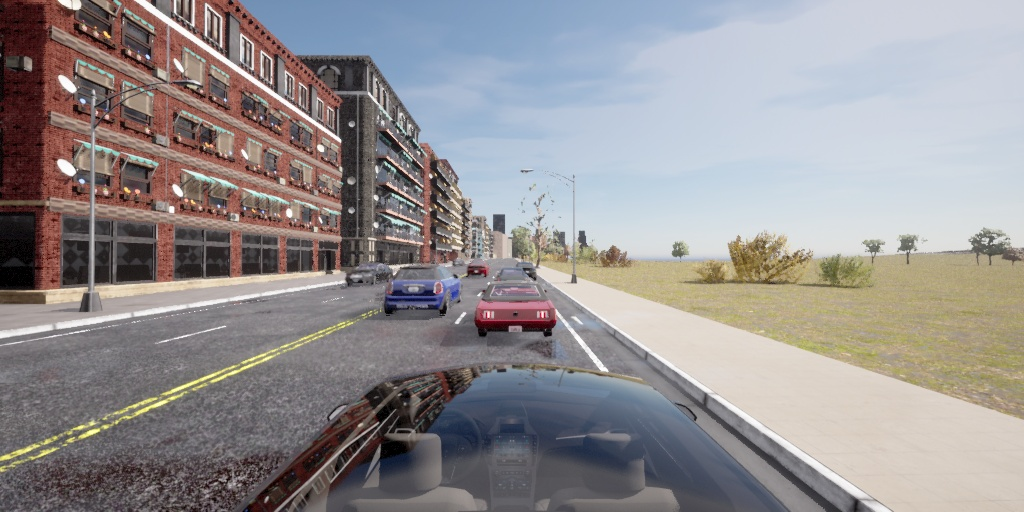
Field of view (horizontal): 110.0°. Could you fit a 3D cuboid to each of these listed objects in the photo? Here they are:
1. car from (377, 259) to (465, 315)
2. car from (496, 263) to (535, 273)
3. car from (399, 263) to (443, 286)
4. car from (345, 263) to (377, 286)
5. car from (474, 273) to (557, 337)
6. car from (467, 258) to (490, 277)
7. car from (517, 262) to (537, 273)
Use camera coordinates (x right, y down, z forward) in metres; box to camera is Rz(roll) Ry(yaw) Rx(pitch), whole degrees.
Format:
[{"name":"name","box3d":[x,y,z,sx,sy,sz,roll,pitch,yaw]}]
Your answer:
[{"name":"car","box3d":[-3.187,1.105,13.704,2.097,1.767,4.553,0,0,0]},{"name":"car","box3d":[0.036,1.317,20.305,1.994,1.385,4.181,0,0,0]},{"name":"car","box3d":[-6.677,1.301,26.977,2.033,1.411,5.357,0,0,0]},{"name":"car","box3d":[-9.922,1.245,25.193,2.128,1.511,4.902,0,0,0]},{"name":"car","box3d":[0.075,1.352,10.274,1.895,1.301,4.718,0,0,0]},{"name":"car","box3d":[-3.250,1.231,35.123,1.882,1.535,5.008,0,0,0]},{"name":"car","box3d":[1.052,1.259,30.298,1.837,1.490,4.892,0,0,0]}]
